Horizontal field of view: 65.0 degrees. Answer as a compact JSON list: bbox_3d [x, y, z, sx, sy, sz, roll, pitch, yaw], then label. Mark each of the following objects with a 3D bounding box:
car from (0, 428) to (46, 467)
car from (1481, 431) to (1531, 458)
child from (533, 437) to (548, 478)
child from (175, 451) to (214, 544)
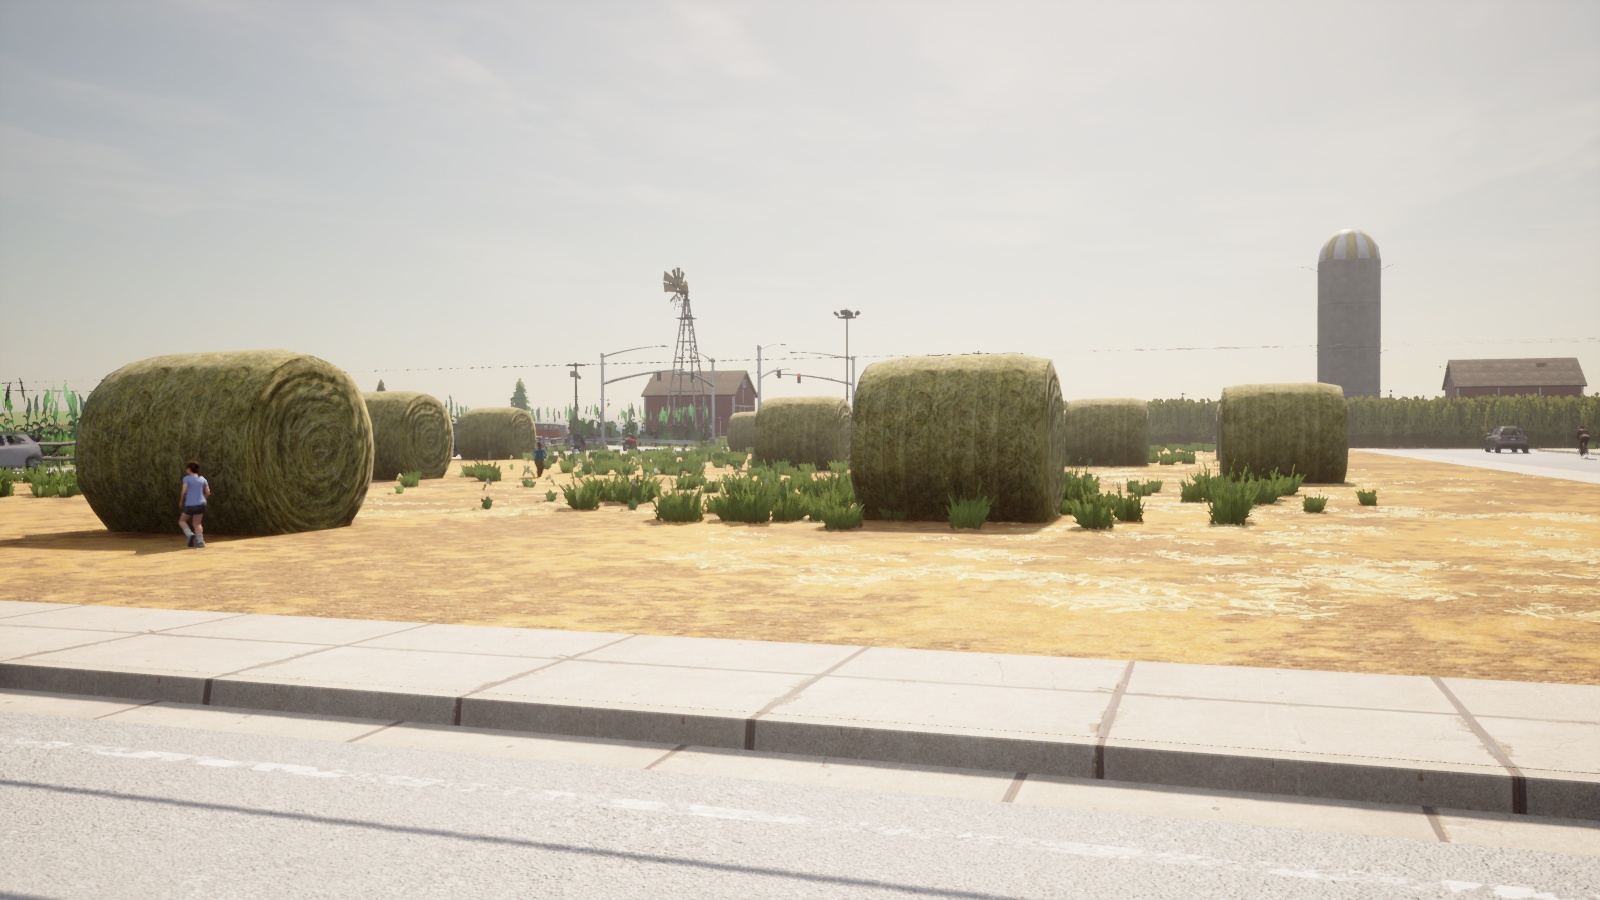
[{"bbox_3d":[-31.853,-0.101,49.159,1.845,1.501,3.633,1,1,21],"label":"car"},{"bbox_3d":[42.622,-0.356,75.860,1.851,1.617,3.988,1,1,18],"label":"car"},{"bbox_3d":[-7.558,0.218,36.538,0.343,1.192,0.448,0,1,-26],"label":"child"},{"bbox_3d":[-7.382,0.569,15.309,0.394,1.110,0.255,1,1,32],"label":"child"}]
